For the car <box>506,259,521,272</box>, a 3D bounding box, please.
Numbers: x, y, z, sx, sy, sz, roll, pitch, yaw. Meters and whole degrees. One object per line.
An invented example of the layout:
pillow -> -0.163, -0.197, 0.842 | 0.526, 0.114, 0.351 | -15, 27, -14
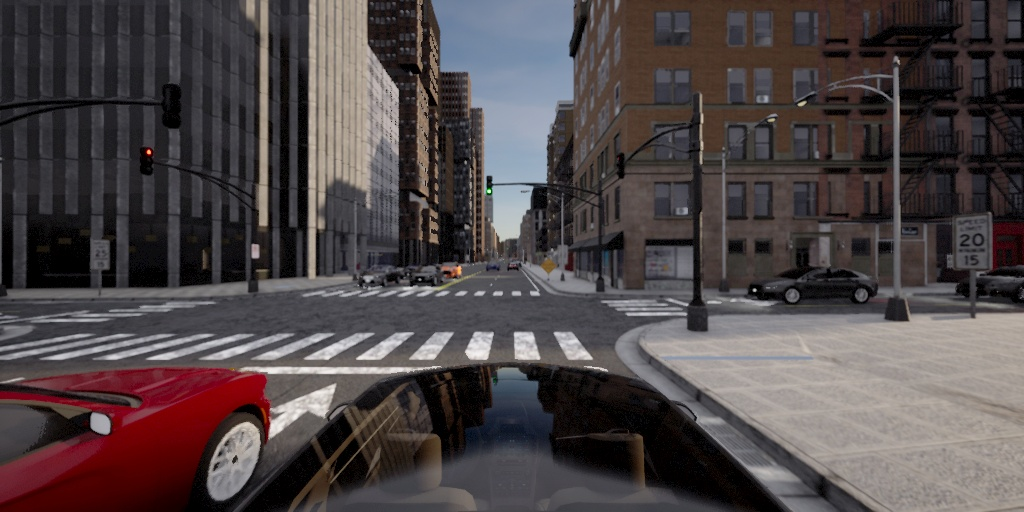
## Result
car -> 0.153, 1.720, 58.005 | 1.837, 1.490, 4.892 | 0, 0, 0

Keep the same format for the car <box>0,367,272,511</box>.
car -> -3.153, 1.224, 1.289 | 1.882, 1.535, 5.008 | 0, 0, 0

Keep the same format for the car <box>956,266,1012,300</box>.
car -> 22.295, 1.159, 15.469 | 4.892, 1.490, 1.837 | 0, 0, 0

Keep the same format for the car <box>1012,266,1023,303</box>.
car -> 21.892, 1.136, 12.776 | 4.902, 1.511, 2.128 | 0, 0, 0

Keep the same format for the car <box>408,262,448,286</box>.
car -> -6.555, 1.467, 27.956 | 1.837, 1.490, 4.892 | 0, 0, 0

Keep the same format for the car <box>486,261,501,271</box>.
car -> -3.090, 1.573, 58.754 | 2.097, 1.767, 4.553 | 0, 0, 1

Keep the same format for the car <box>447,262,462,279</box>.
car -> -6.535, 1.391, 37.159 | 2.097, 1.767, 4.553 | 0, 0, 0

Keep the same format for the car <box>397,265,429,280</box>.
car -> -9.780, 1.592, 35.865 | 1.994, 1.385, 4.181 | 0, 0, 1

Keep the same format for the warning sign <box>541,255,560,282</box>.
warning sign -> 2.897, 1.081, 28.399 | 1.300, 1.860, 1.060 | 0, 0, 0

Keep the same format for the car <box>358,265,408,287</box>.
car -> -9.817, 1.445, 26.953 | 2.128, 1.511, 4.902 | 0, 0, 1

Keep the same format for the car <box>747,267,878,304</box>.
car -> 12.897, 1.227, 15.546 | 4.892, 1.490, 1.837 | 0, 0, -1
